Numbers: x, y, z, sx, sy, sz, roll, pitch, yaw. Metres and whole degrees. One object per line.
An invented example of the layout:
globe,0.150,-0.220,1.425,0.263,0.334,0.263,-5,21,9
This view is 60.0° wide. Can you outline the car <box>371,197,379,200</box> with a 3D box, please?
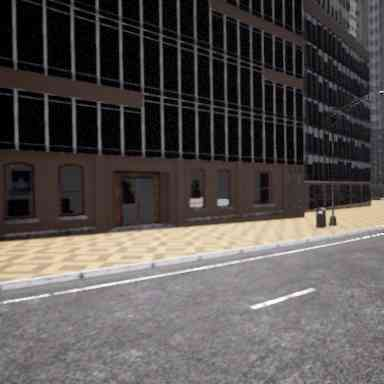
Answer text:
car,44.830,1.456,83.520,4.206,1.307,1.802,0,1,44
